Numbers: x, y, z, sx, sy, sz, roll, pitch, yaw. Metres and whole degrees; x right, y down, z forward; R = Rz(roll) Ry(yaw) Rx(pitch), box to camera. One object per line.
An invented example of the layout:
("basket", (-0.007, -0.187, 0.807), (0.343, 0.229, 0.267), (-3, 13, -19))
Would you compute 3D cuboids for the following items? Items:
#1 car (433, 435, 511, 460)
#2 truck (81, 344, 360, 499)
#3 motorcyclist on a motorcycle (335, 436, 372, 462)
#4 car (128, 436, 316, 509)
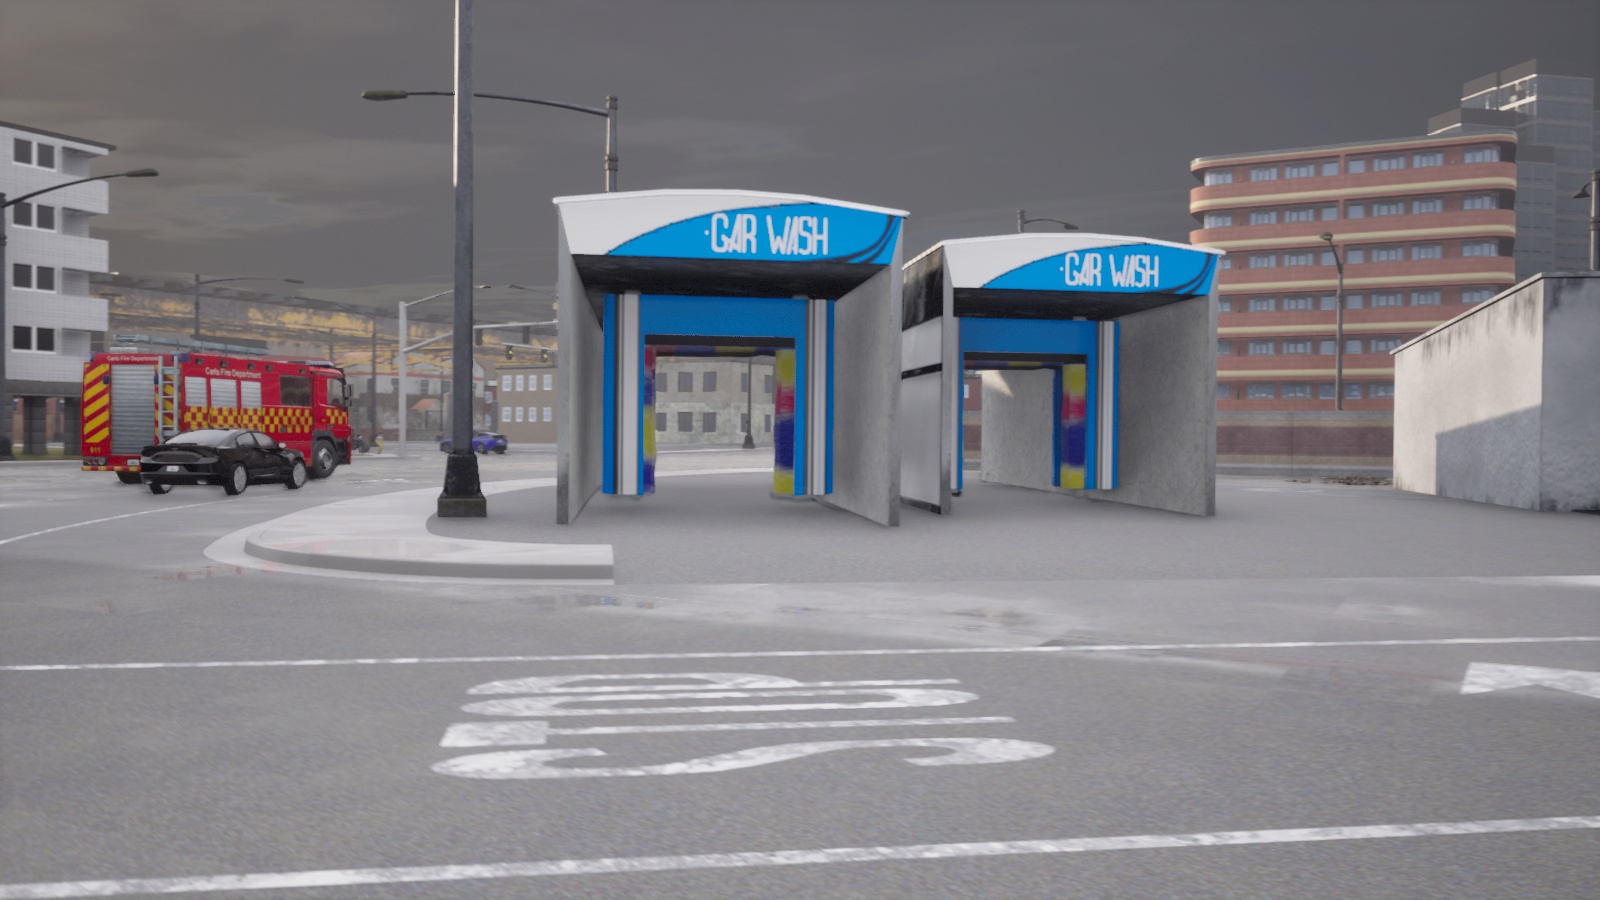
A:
("car", (-20.695, -0.147, 79.243), (4.514, 1.525, 2.007), (0, 1, 27))
("truck", (-15.874, -0.746, 35.369), (2.891, 3.827, 8.468), (0, 1, 9))
("motorcyclist on a motorcycle", (-28.107, -0.079, 79.079), (2.350, 1.649, 0.766), (0, 1, 27))
("car", (-13.199, 0.453, 29.095), (1.882, 1.535, 5.008), (-1, 1, 2))
